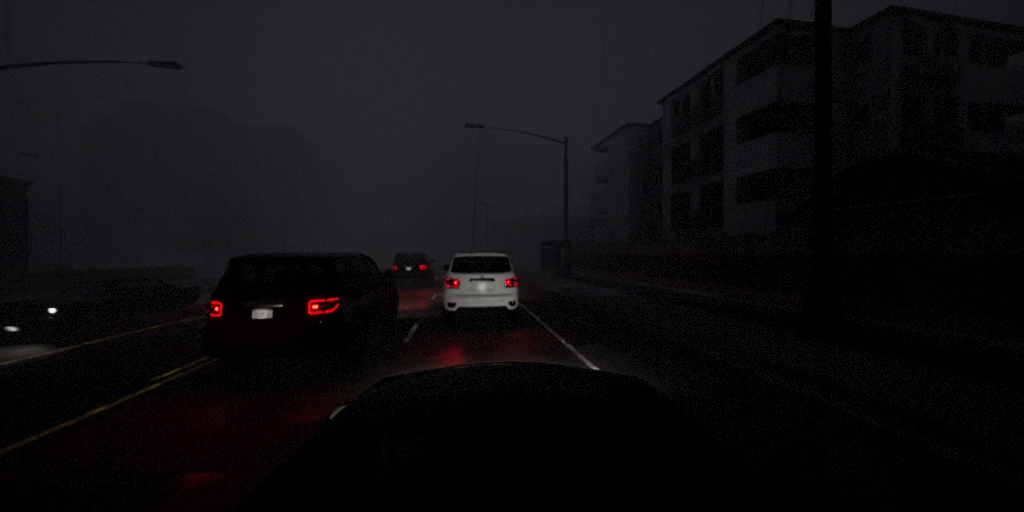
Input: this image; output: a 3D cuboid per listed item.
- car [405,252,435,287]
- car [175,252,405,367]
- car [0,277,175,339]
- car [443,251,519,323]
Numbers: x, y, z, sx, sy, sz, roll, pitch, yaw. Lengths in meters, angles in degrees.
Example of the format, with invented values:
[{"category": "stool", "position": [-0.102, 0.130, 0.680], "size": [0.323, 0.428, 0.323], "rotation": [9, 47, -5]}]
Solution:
[{"category": "car", "position": [-6.171, 0.783, 22.663], "size": [2.150, 2.045, 5.566], "rotation": [0, 1, -9]}, {"category": "car", "position": [-4.093, 0.929, 8.070], "size": [2.150, 2.045, 5.566], "rotation": [0, 1, -7]}, {"category": "car", "position": [-11.642, 1.324, 10.314], "size": [1.895, 1.301, 4.718], "rotation": [0, 1, -8]}, {"category": "car", "position": [-1.113, 0.865, 12.015], "size": [2.150, 2.045, 5.566], "rotation": [0, 0, -7]}]
